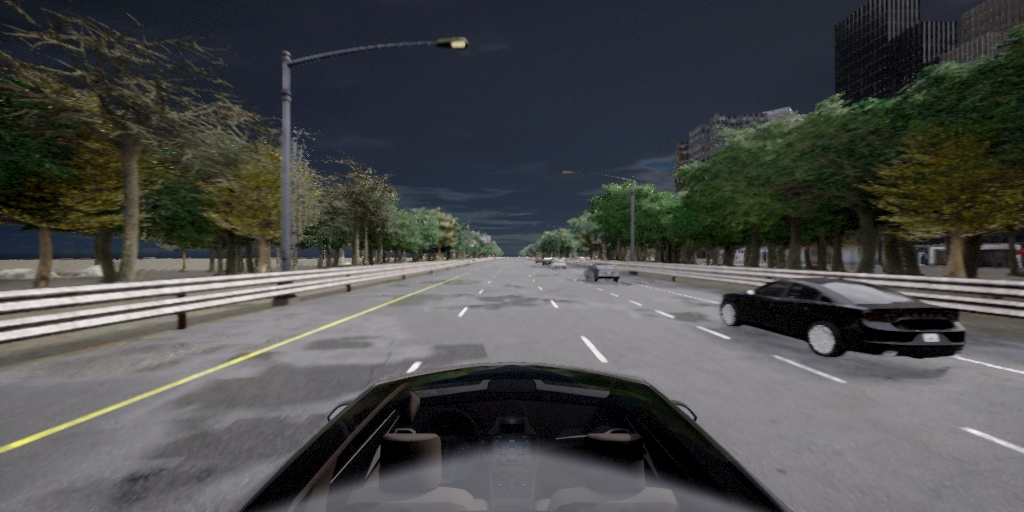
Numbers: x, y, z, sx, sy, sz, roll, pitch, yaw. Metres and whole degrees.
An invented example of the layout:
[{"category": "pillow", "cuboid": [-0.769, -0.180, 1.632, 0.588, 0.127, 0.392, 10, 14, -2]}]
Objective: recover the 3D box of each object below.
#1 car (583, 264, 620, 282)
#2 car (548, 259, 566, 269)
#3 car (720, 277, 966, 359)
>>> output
[{"category": "car", "cuboid": [7.034, 1.305, 28.523, 2.033, 1.411, 5.357, 0, 0, 0]}, {"category": "car", "cuboid": [7.112, 1.363, 55.581, 1.895, 1.301, 4.718, 0, 0, 0]}, {"category": "car", "cuboid": [7.001, 1.234, 8.466, 1.882, 1.535, 5.008, 0, 0, 0]}]
